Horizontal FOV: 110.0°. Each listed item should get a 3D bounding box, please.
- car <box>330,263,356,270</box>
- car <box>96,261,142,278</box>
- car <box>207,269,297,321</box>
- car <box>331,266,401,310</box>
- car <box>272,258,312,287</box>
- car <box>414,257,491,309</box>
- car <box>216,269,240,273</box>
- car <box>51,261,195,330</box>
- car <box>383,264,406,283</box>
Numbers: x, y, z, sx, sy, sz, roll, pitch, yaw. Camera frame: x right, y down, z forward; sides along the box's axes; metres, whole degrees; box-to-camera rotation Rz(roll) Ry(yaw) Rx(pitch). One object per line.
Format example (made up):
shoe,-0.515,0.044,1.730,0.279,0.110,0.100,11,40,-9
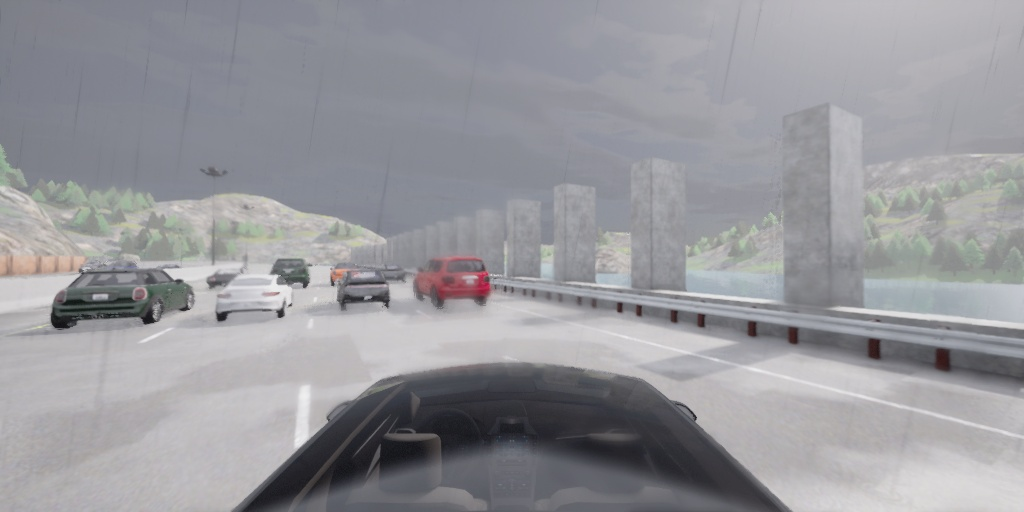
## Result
car,-13.213,1.303,28.424,2.097,1.767,4.553,0,-1,-27
car,-43.193,1.412,39.560,2.097,1.767,4.553,0,0,-29
car,-9.115,1.365,12.962,1.812,1.442,4.674,0,-1,-27
car,-6.405,1.345,15.349,2.128,1.511,4.902,0,0,-27
car,-15.850,1.159,25.882,2.150,2.045,5.566,0,0,-27
car,-2.810,1.077,15.998,2.150,2.045,5.566,0,0,-27
car,-19.190,1.532,24.728,1.895,1.301,4.718,0,0,-27
car,-12.532,1.186,11.965,2.097,1.767,4.553,0,-1,-27
car,-10.148,1.453,30.116,2.128,1.511,4.902,0,0,-27
